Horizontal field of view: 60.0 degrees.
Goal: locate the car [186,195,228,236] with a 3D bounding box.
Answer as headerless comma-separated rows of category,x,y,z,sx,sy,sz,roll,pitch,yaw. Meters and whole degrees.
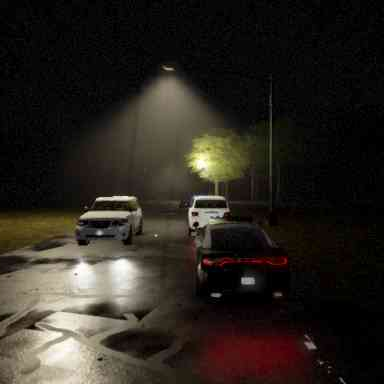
car,0.897,1.244,18.625,2.150,2.045,5.566,0,0,-1

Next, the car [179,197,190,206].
car,-1.337,1.624,59.853,1.837,1.490,4.892,-1,0,-3

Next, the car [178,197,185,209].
car,-0.795,1.643,46.152,1.994,1.385,4.181,0,0,-1

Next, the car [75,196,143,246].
car,-3.639,1.236,15.647,2.150,2.045,5.566,0,0,-1

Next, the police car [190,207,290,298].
police car,1.006,1.428,8.679,1.930,1.638,5.238,0,0,0
